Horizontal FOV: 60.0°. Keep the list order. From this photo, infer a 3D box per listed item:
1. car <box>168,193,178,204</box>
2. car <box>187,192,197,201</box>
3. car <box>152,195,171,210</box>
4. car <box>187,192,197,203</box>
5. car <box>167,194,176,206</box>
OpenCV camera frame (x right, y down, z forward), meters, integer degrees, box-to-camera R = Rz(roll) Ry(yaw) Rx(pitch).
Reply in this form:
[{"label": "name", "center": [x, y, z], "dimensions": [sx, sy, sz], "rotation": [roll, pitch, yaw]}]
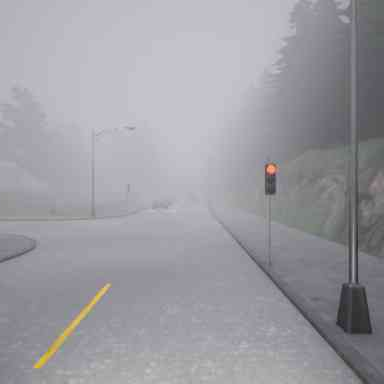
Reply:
[{"label": "car", "center": [-4.045, 1.222, 66.216], "dimensions": [2.150, 2.045, 5.566], "rotation": [0, 0, 0]}, {"label": "car", "center": [-0.016, 1.108, 78.413], "dimensions": [2.150, 2.045, 5.566], "rotation": [0, 0, 0]}, {"label": "car", "center": [-4.093, 1.526, 43.507], "dimensions": [1.812, 1.442, 4.674], "rotation": [0, 0, 0]}, {"label": "car", "center": [-0.014, 1.352, 68.317], "dimensions": [2.097, 1.767, 4.553], "rotation": [0, 0, 0]}, {"label": "car", "center": [-4.101, 1.477, 53.799], "dimensions": [1.882, 1.535, 5.008], "rotation": [0, 0, 0]}]
